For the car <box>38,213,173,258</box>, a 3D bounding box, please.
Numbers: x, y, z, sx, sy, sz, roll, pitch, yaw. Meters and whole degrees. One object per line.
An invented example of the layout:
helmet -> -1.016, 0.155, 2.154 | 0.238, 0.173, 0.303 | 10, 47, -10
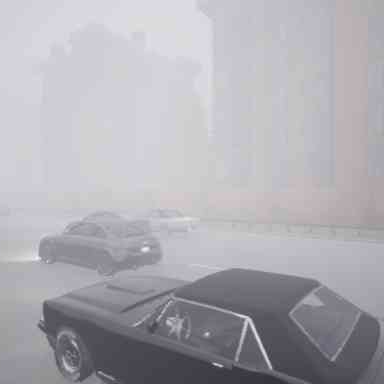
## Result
car -> -2.913, 1.564, 10.365 | 4.181, 1.385, 1.994 | 0, 0, 35

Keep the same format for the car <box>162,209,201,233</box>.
car -> -1.933, 1.601, 18.261 | 4.718, 1.301, 1.895 | 0, 0, 35

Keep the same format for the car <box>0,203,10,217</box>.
car -> -18.185, 1.563, 29.843 | 4.181, 1.385, 1.994 | 0, 0, 35

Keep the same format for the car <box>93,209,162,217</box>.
car -> -3.857, 1.526, 15.334 | 4.674, 1.442, 1.812 | 0, 0, 35

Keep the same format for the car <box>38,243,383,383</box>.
car -> 0.315, 1.601, 3.767 | 4.718, 1.301, 1.895 | 0, 0, 35
